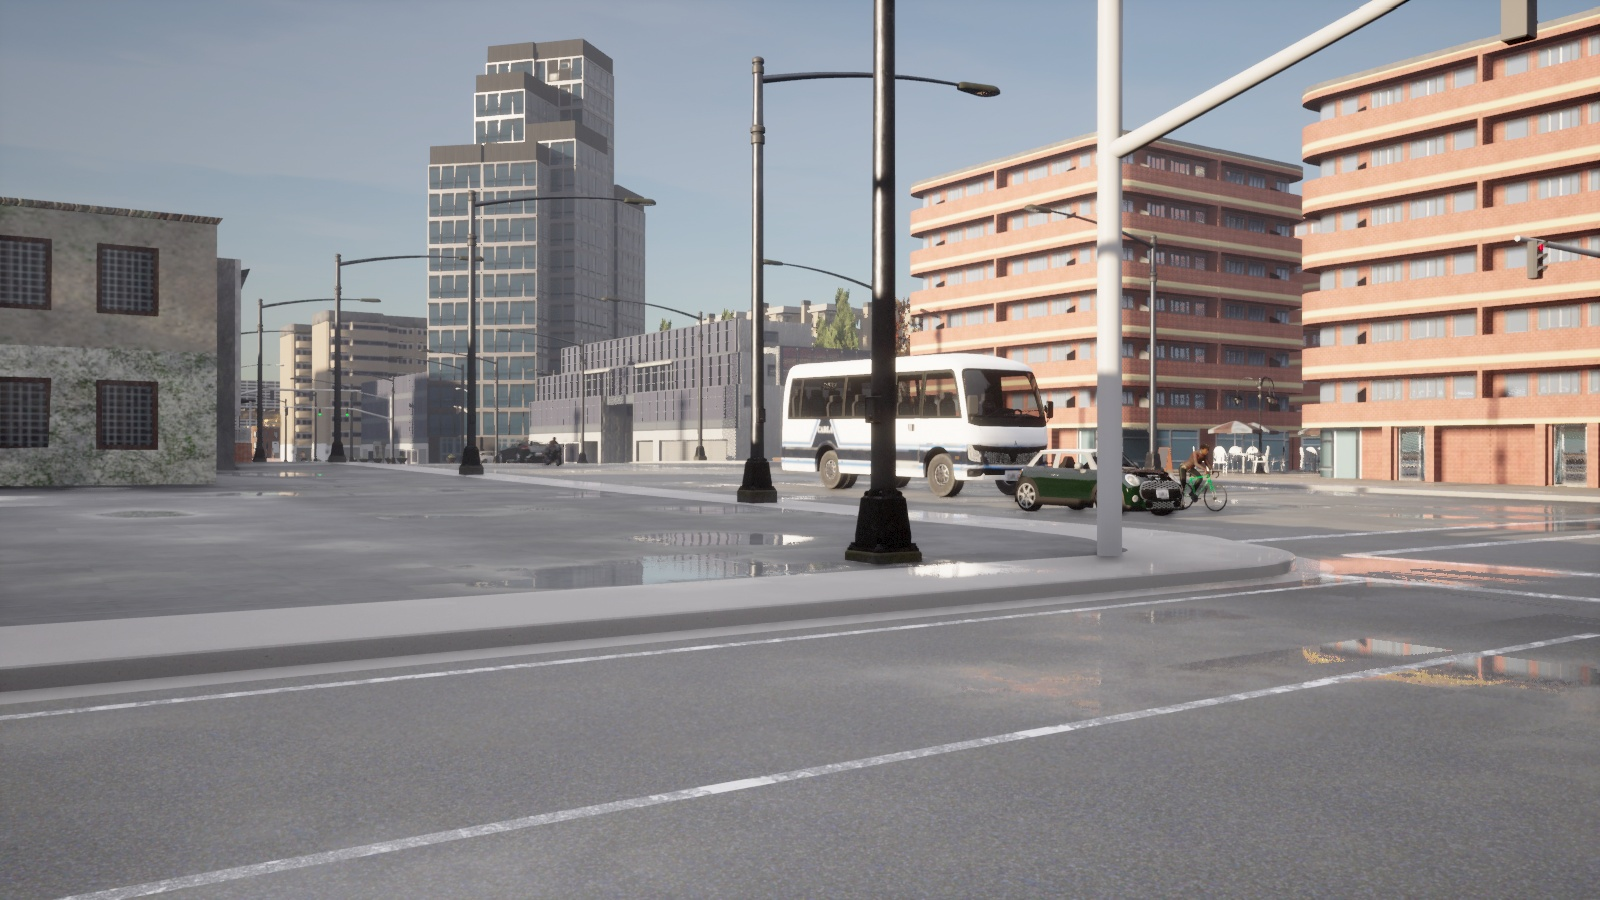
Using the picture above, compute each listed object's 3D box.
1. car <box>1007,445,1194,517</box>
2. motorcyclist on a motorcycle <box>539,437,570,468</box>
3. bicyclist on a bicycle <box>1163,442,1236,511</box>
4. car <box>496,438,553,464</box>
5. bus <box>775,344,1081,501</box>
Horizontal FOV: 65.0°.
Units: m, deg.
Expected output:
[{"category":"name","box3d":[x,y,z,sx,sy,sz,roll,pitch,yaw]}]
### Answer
[{"category":"car","box3d":[6.768,0.646,28.573,1.970,1.475,3.806,0,1,-33]},{"category":"motorcyclist on a motorcycle","box3d":[-12.467,0.128,63.726,0.797,1.523,2.044,0,1,-34]},{"category":"bicyclist on a bicycle","box3d":[9.688,0.629,30.501,0.582,1.620,1.656,0,1,-34]},{"category":"car","box3d":[-18.896,0.097,85.986,2.152,1.651,5.027,0,-1,-34]},{"category":"bus","box3d":[3.641,-0.822,39.568,3.944,4.253,10.273,0,1,-34]}]
